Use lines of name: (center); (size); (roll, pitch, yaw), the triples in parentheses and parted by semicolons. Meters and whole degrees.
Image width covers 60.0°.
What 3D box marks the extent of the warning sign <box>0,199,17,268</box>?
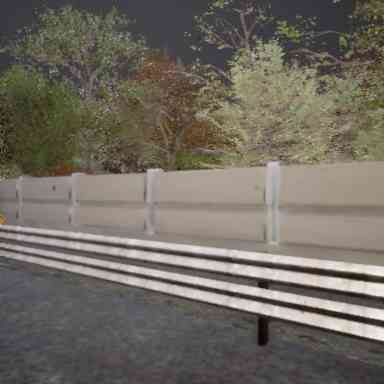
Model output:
warning sign: (-5.809, 1.150, 9.293); (1.060, 1.860, 1.300); (0, 0, 35)
